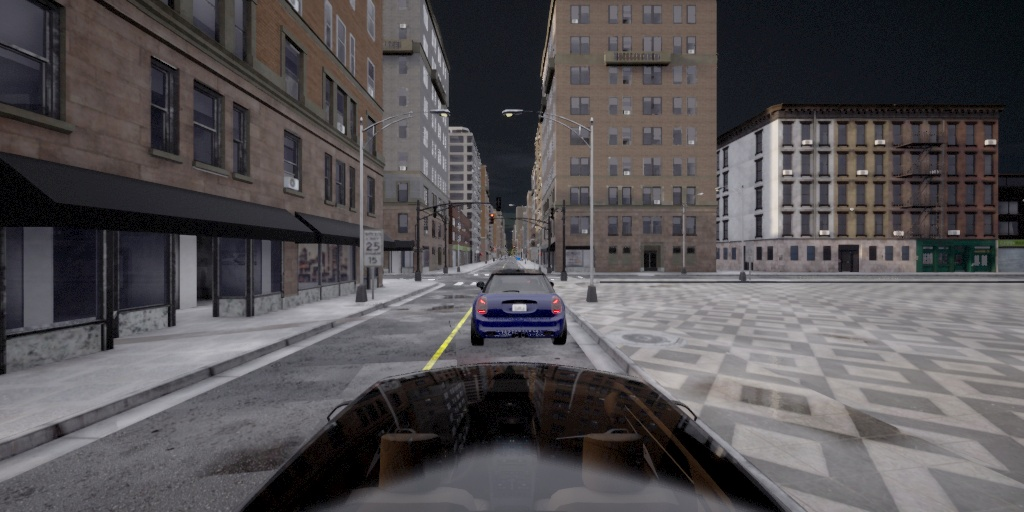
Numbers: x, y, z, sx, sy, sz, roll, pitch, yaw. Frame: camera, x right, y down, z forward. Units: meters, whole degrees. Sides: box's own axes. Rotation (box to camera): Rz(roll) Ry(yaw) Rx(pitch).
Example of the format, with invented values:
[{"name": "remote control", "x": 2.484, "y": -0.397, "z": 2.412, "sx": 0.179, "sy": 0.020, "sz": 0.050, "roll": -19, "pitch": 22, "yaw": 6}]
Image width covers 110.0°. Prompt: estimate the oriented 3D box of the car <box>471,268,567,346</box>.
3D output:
[{"name": "car", "x": 0.101, "y": 1.101, "z": 9.621, "sx": 2.097, "sy": 1.767, "sz": 4.553, "roll": 0, "pitch": 0, "yaw": -1}]
